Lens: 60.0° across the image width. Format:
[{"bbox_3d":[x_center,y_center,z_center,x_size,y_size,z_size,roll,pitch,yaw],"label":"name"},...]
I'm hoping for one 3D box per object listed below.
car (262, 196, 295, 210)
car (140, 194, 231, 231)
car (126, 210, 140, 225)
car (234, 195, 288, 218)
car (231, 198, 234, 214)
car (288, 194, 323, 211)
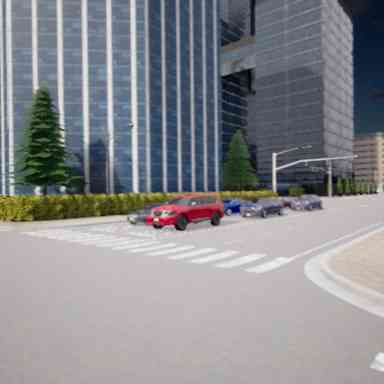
[{"bbox_3d":[9.971,1.244,38.214,1.812,1.442,4.674,0,0,40],"label":"car"},{"bbox_3d":[-0.221,1.164,20.622,2.150,2.045,5.566,0,0,40],"label":"car"},{"bbox_3d":[-2.434,1.479,23.414,1.812,1.442,4.674,0,0,40],"label":"car"},{"bbox_3d":[5.845,1.178,27.864,2.097,1.767,4.553,0,0,40],"label":"car"},{"bbox_3d":[3.548,1.318,30.573,1.882,1.535,5.008,0,0,40],"label":"car"},{"bbox_3d":[12.162,1.059,35.386,2.097,1.767,4.553,0,0,40],"label":"car"}]
